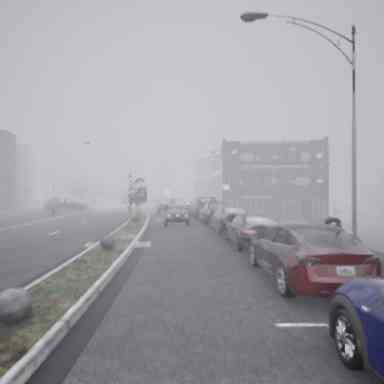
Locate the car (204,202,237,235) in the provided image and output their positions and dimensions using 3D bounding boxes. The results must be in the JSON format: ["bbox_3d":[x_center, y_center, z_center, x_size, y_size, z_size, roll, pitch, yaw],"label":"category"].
[{"bbox_3d":[2.220,1.568,19.557,2.231,1.521,4.892,0,0,-4],"label":"car"}]

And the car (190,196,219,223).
[{"bbox_3d":[1.103,1.431,30.749,2.435,2.045,5.566,0,-1,-6],"label":"car"}]

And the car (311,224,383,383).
[{"bbox_3d":[2.999,1.364,2.909,2.185,1.767,4.553,0,0,0],"label":"car"}]

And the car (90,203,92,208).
[{"bbox_3d":[-21.167,2.586,60.223,4.892,1.521,2.231,0,-2,-14],"label":"car"}]

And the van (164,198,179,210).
[{"bbox_3d":[-3.640,2.137,58.125,1.878,1.987,4.442,0,-2,-12],"label":"van"}]

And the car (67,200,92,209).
[{"bbox_3d":[-27.415,3.066,81.003,5.566,2.045,2.435,0,-2,-19],"label":"car"}]

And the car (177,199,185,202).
[{"bbox_3d":[-1.421,2.061,47.135,2.002,1.452,4.674,0,-1,-10],"label":"car"}]

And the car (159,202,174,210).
[{"bbox_3d":[-4.882,2.584,63.430,2.163,1.488,4.792,0,-2,-13],"label":"car"}]

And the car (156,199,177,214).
[{"bbox_3d":[-3.392,1.909,41.160,1.837,1.490,4.892,0,-2,-9],"label":"car"}]

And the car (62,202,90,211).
[{"bbox_3d":[-21.890,2.714,62.856,4.792,1.488,2.163,0,-2,-14],"label":"car"}]

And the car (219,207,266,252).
[{"bbox_3d":[2.587,1.580,14.148,2.002,1.452,4.674,0,0,-3],"label":"car"}]

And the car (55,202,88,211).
[{"bbox_3d":[-19.821,2.408,54.802,4.792,1.488,2.163,0,-2,-13],"label":"car"}]

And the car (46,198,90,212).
[{"bbox_3d":[-18.651,1.941,49.475,5.566,2.045,2.435,0,-2,-11],"label":"car"}]

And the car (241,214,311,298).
[{"bbox_3d":[2.843,1.545,8.635,2.163,1.488,4.792,0,0,-2],"label":"car"}]

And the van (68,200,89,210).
[{"bbox_3d":[-24.996,2.835,73.324,4.442,1.987,1.878,0,-2,-17],"label":"van"}]

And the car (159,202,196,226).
[{"bbox_3d":[-1.215,1.682,24.759,2.033,1.411,5.357,0,-1,-6],"label":"car"}]

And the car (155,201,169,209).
[{"bbox_3d":[-6.253,2.745,68.747,2.097,1.535,5.008,0,-2,-15],"label":"car"}]

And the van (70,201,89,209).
[{"bbox_3d":[-28.175,3.172,83.643,4.442,1.987,1.878,0,-2,-19],"label":"van"}]
